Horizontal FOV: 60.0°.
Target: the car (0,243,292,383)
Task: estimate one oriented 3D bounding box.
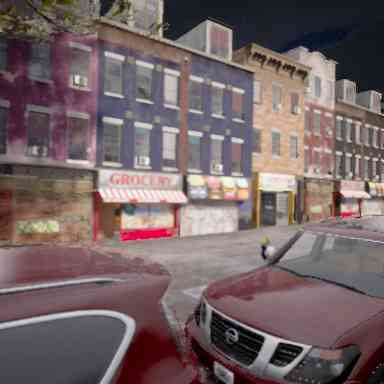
[{"bbox_3d":[-2.170,1.315,1.229,5.009,1.841,2.192,0,2,-35],"label":"car"}]

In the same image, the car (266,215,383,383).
[{"bbox_3d":[2.336,1.316,4.443,5.009,1.841,2.192,0,2,-35],"label":"car"}]
